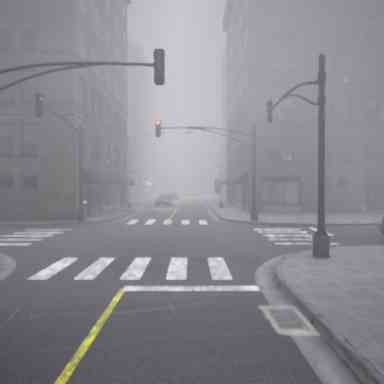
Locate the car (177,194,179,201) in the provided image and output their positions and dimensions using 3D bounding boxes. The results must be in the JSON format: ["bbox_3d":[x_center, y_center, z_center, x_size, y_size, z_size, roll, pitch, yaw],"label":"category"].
[{"bbox_3d":[-3.178,0.731,55.965,2.033,1.411,5.357,0,1,0],"label":"car"}]

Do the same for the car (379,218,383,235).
[{"bbox_3d":[10.245,1.335,13.915,4.181,1.385,1.994,0,1,0],"label":"car"}]

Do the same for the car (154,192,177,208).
[{"bbox_3d":[-3.181,0.987,38.237,2.033,1.411,5.357,0,1,0],"label":"car"}]
